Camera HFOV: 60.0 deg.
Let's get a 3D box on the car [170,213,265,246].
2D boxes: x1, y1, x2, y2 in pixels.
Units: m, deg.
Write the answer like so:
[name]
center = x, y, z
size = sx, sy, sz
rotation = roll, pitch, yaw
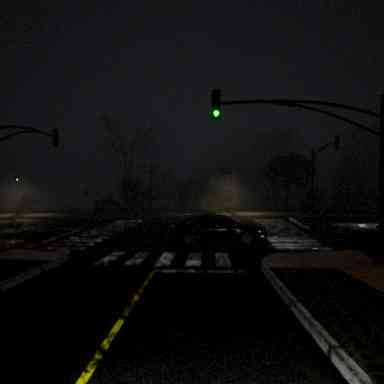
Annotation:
[car]
center = 1.288, 1.876, 17.308
size = 4.892, 1.490, 1.837
rotation = 0, 1, 5
